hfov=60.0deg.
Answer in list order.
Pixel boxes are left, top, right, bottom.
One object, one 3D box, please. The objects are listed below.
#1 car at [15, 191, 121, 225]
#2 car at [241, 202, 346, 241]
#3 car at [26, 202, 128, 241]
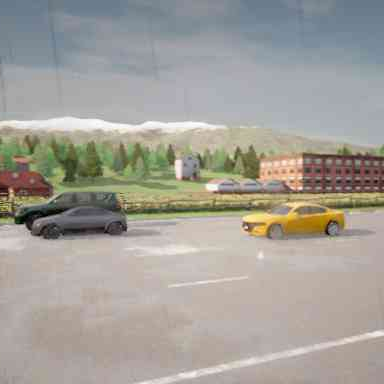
[{"bbox_3d":[-6.640,0.954,18.396,5.566,2.045,2.150,0,1,-21],"label":"car"},{"bbox_3d":[4.663,1.242,15.266,5.008,1.535,1.882,0,1,-21],"label":"car"},{"bbox_3d":[-5.066,1.341,15.258,4.181,1.385,1.994,0,1,-21],"label":"car"}]
